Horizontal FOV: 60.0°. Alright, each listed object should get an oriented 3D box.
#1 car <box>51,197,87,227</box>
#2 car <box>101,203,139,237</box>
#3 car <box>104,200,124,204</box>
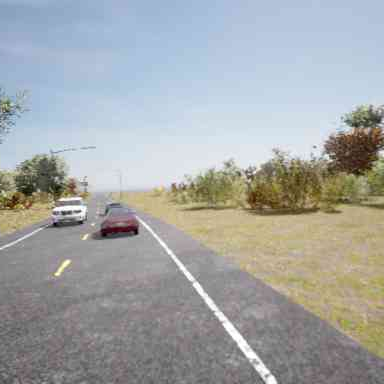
[{"bbox_3d":[-9.613,1.483,26.330,2.150,2.045,5.566,-3,1,-14],"label":"car"},{"bbox_3d":[-4.116,1.595,18.899,1.994,1.385,4.181,-3,1,-13],"label":"car"},{"bbox_3d":[-8.416,1.577,36.083,2.128,1.511,4.902,-3,1,-15],"label":"car"}]
